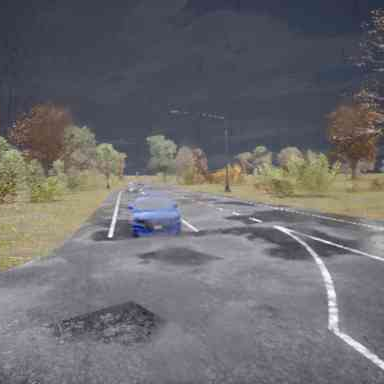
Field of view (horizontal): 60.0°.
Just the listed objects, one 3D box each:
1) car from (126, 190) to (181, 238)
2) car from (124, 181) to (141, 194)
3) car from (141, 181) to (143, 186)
[{"bbox_3d":[-1.715,0.884,14.233,1.882,1.535,5.008,-2,3,-12],"label":"car"},{"bbox_3d":[-9.244,-0.532,50.325,2.128,1.511,4.902,-2,3,-12],"label":"car"},{"bbox_3d":[-14.595,-2.402,93.088,1.837,1.490,4.892,-2,3,-7],"label":"car"}]
